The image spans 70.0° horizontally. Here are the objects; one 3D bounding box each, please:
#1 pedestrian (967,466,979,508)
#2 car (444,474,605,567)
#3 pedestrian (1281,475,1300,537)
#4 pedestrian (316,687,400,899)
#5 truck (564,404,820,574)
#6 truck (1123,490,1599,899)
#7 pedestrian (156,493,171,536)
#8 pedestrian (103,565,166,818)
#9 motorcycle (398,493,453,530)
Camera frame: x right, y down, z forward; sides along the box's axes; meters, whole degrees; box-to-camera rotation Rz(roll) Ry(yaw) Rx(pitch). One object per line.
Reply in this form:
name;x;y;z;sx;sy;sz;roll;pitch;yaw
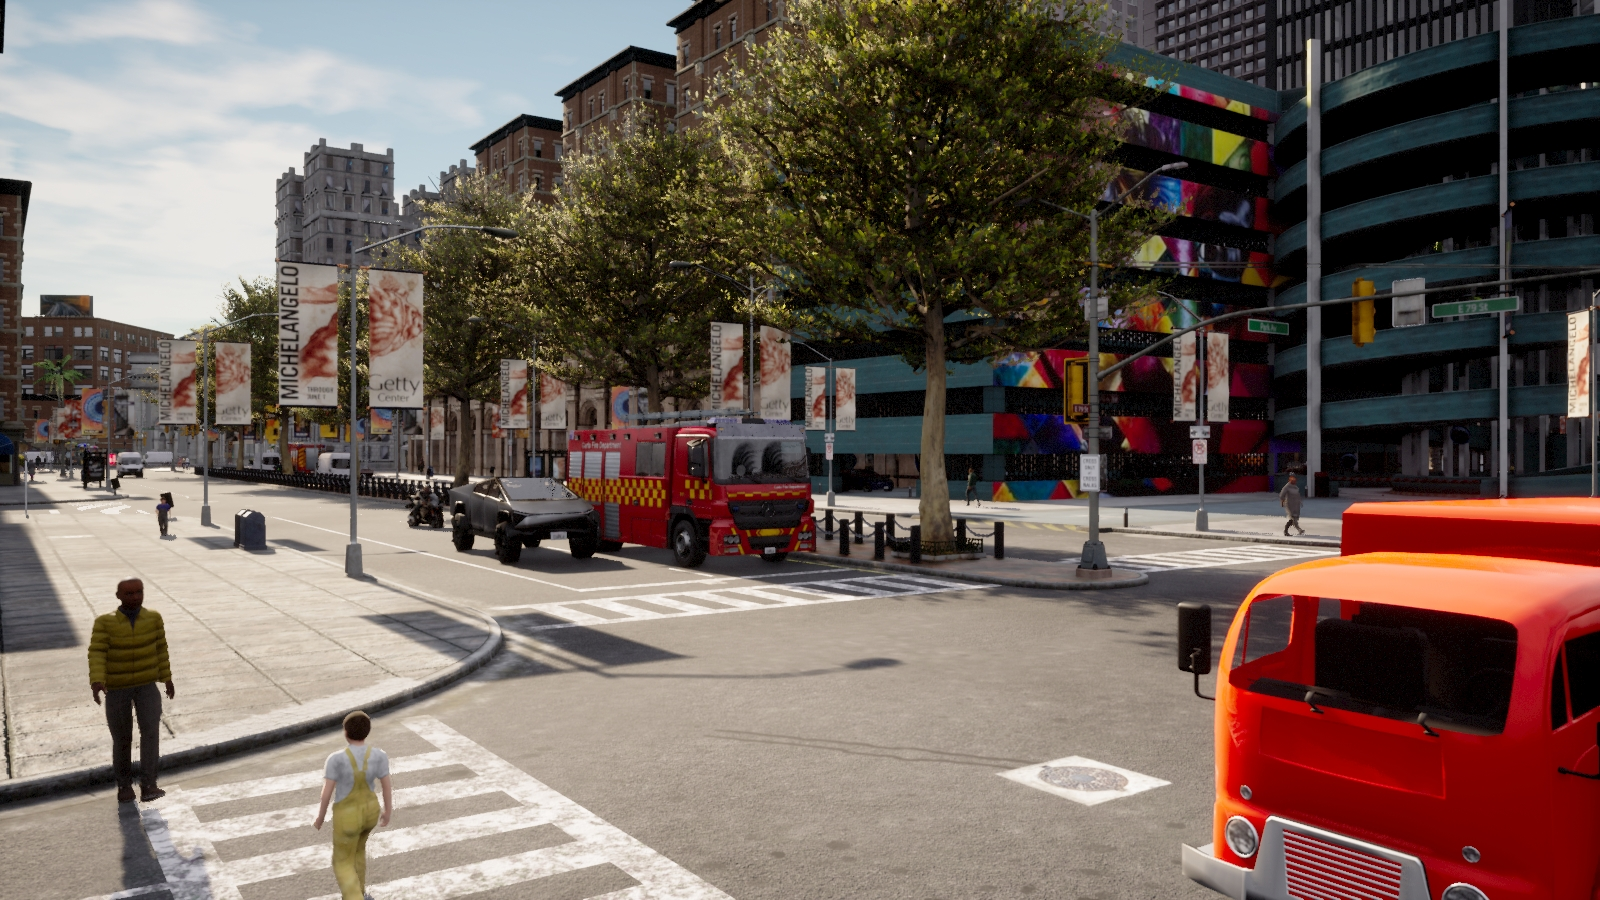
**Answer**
pedestrian;7.887;1.683;52.150;0.375;1.860;0.375;0;0;-33
car;-7.523;1.749;30.614;2.390;2.098;6.274;0;0;-31
pedestrian;14.924;1.687;34.776;0.375;1.860;0.375;0;0;-17
pedestrian;-2.659;2.127;6.867;0.375;1.300;0.375;0;0;-38
truck;-3.137;0.885;30.043;2.891;3.827;8.468;0;0;-35
truck;4.790;1.567;7.135;5.204;2.467;2.627;0;0;-35
pedestrian;-19.476;1.974;34.971;0.375;1.300;0.375;0;0;-27
pedestrian;-5.184;1.848;8.895;0.375;1.860;0.375;0;0;-39
motorcycle;-13.457;2.201;41.067;2.209;1.251;0.867;-1;0;41
